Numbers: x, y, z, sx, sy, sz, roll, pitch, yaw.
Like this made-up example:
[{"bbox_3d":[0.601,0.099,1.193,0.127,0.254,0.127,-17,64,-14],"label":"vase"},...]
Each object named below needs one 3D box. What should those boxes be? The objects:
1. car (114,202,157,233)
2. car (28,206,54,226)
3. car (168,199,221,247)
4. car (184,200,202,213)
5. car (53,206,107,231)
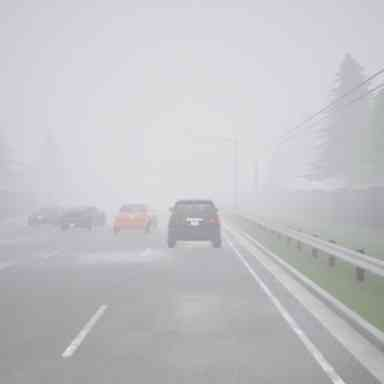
[{"bbox_3d":[-3.408,1.486,20.801,2.097,1.767,4.553,0,0,0],"label":"car"},{"bbox_3d":[-10.403,1.725,24.798,1.994,1.385,4.181,0,0,0],"label":"car"},{"bbox_3d":[0.101,1.324,15.603,2.150,2.045,5.566,0,0,0],"label":"car"},{"bbox_3d":[0.097,1.759,41.292,2.128,1.511,4.902,0,0,0],"label":"car"},{"bbox_3d":[-6.906,1.646,21.556,1.837,1.490,4.892,0,0,0],"label":"car"}]
